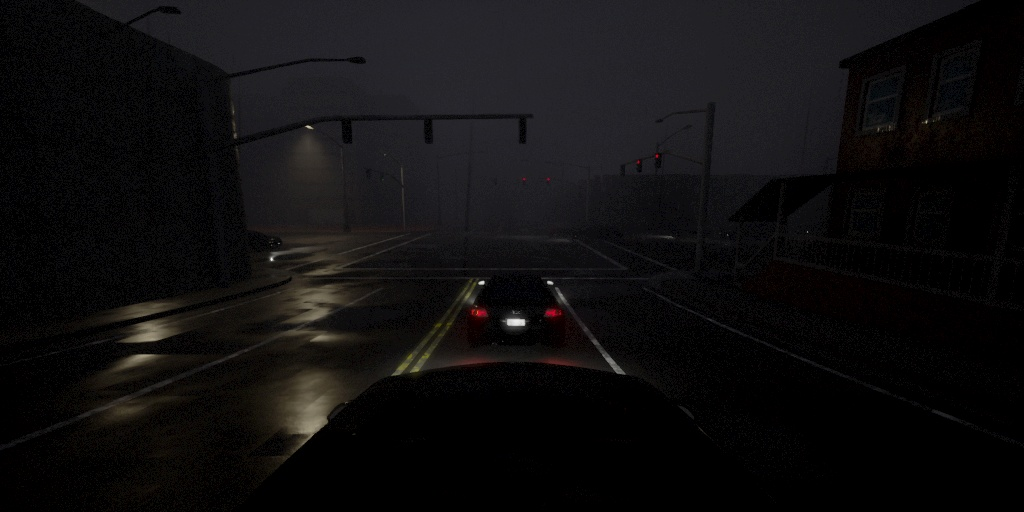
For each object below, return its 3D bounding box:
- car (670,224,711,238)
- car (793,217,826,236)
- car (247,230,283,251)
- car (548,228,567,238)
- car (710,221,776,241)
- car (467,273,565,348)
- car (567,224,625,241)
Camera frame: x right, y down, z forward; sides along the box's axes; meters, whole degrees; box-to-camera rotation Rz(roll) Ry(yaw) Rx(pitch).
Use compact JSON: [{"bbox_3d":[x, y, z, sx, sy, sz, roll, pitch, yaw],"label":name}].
[{"bbox_3d":[18.815,-2.673,37.337,4.181,1.385,1.994,0,8,0],"label":"car"},{"bbox_3d":[32.490,-3.004,37.195,5.566,2.045,2.150,0,8,0],"label":"car"},{"bbox_3d":[-19.957,-1.188,26.981,4.892,1.490,1.837,0,8,1],"label":"car"},{"bbox_3d":[6.154,-2.643,37.427,4.718,1.301,1.895,0,8,0],"label":"car"},{"bbox_3d":[22.418,-2.499,33.794,5.566,2.045,2.150,0,8,1],"label":"car"},{"bbox_3d":[0.094,1.090,8.695,1.994,1.385,4.181,0,3,0],"label":"car"},{"bbox_3d":[8.099,-2.225,33.932,4.892,1.490,1.837,0,8,0],"label":"car"}]
